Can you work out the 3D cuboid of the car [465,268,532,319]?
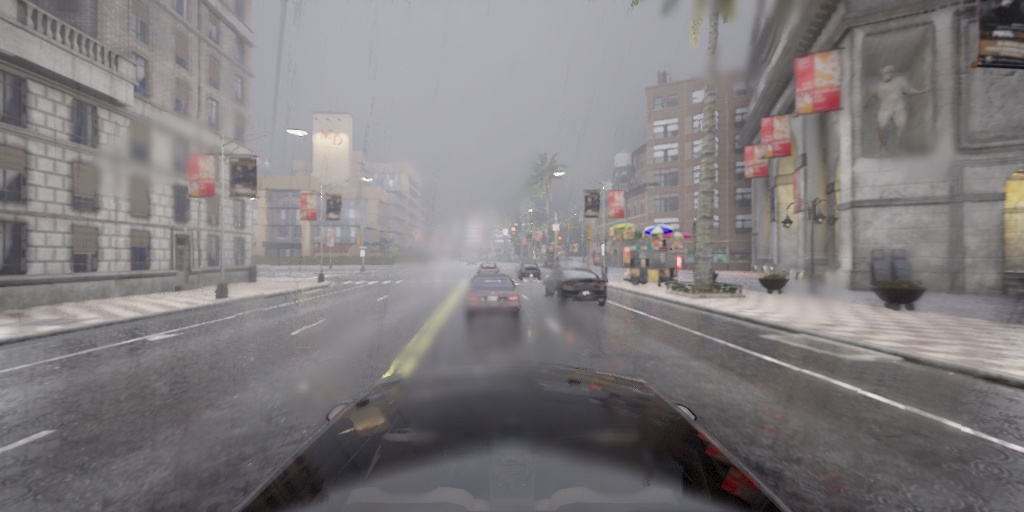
[{"bbox_3d":[-0.689,1.330,13.012,2.033,1.411,5.357,0,0,-4],"label":"car"}]

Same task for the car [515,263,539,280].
[{"bbox_3d":[1.429,1.333,32.045,1.837,1.490,4.892,0,0,-4],"label":"car"}]

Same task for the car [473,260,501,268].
[{"bbox_3d":[-2.056,1.329,31.691,2.128,1.511,4.902,0,0,-4],"label":"car"}]

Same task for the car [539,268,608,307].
[{"bbox_3d":[2.634,1.257,15.789,1.882,1.535,5.008,0,-1,-4],"label":"car"}]
